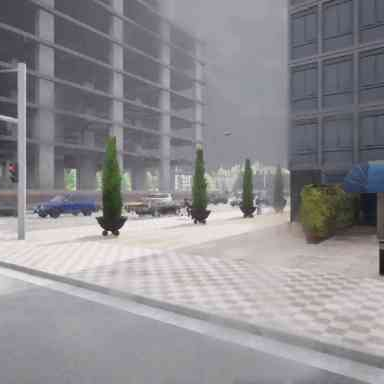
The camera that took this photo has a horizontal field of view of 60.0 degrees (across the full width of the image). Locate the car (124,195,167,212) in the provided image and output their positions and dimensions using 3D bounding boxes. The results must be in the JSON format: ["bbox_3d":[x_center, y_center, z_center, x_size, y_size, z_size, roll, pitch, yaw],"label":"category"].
[{"bbox_3d":[-5.601,1.478,38.534,1.882,1.535,5.008,0,0,36],"label":"car"}]

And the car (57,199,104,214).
[{"bbox_3d":[-11.910,1.526,35.777,1.812,1.442,4.674,0,0,36],"label":"car"}]

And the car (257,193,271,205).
[{"bbox_3d":[12.842,1.352,57.926,2.097,1.767,4.553,0,0,36],"label":"car"}]

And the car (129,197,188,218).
[{"bbox_3d":[-2.923,1.491,29.945,2.128,1.511,4.902,0,0,36],"label":"car"}]

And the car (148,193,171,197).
[{"bbox_3d":[-5.022,1.222,45.303,2.150,2.045,5.566,0,0,36],"label":"car"}]

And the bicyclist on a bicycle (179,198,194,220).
[{"bbox_3d":[-0.367,1.301,25.316,1.656,1.620,0.582,0,0,36],"label":"bicyclist on a bicycle"}]

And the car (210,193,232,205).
[{"bbox_3d":[4.240,1.328,57.970,2.150,2.045,5.566,0,0,36],"label":"car"}]

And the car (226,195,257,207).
[{"bbox_3d":[7.626,1.601,50.609,1.895,1.301,4.718,0,0,36],"label":"car"}]

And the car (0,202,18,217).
[{"bbox_3d":[-16.970,1.564,28.775,1.994,1.385,4.181,0,0,36],"label":"car"}]

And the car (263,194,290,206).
[{"bbox_3d":[13.669,1.492,52.921,2.128,1.511,4.902,0,0,36],"label":"car"}]

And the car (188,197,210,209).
[{"bbox_3d":[0.090,1.526,46.384,1.812,1.442,4.674,0,0,36],"label":"car"}]

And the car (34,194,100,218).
[{"bbox_3d":[-11.455,1.221,30.432,2.150,2.045,5.566,0,0,36],"label":"car"}]
